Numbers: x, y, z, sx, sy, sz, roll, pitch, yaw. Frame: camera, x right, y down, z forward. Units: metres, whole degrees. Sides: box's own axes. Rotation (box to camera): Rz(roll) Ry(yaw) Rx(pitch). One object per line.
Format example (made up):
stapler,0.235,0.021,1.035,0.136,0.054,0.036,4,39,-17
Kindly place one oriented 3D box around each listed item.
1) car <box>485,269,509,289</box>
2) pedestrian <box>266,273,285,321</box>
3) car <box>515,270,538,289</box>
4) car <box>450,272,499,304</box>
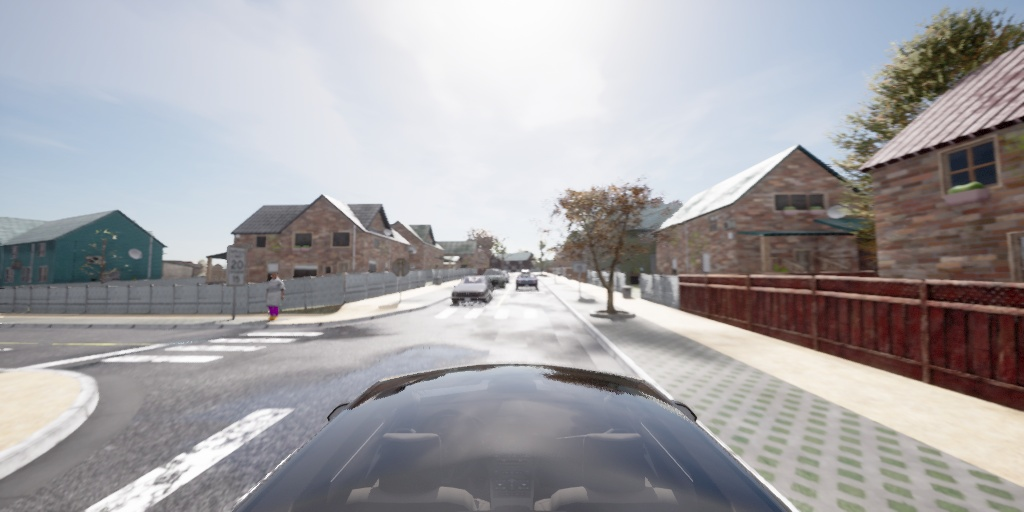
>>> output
car,-1.639,1.945,31.792,2.097,1.767,4.553,0,-2,2
pedestrian,-9.379,1.592,14.147,0.375,1.860,0.375,-1,-3,7
car,1.284,2.155,31.132,1.895,1.301,4.718,0,-2,2
car,-2.083,1.824,20.170,2.033,1.411,5.357,0,-2,2
